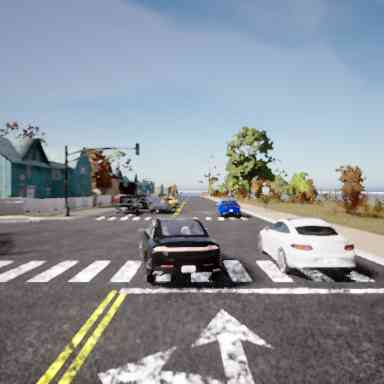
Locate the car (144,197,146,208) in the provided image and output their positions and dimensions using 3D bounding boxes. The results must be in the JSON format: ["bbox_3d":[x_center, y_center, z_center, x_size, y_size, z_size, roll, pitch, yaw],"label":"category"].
[{"bbox_3d":[-6.562,1.471,43.906,1.837,1.490,4.892,0,0,0],"label":"car"}]

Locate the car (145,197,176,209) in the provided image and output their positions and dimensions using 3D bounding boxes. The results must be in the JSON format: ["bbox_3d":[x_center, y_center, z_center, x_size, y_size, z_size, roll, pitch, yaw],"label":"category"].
[{"bbox_3d":[-3.295,1.516,35.614,2.033,1.411,5.357,0,0,3],"label":"car"}]

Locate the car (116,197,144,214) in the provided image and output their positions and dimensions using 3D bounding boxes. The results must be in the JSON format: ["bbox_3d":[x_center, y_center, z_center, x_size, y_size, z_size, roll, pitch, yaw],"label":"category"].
[{"bbox_3d":[-6.581,1.474,34.496,1.837,1.490,4.892,0,0,0],"label":"car"}]

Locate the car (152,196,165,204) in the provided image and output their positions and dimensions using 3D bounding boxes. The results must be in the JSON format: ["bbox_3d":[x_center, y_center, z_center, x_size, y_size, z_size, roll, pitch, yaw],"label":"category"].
[{"bbox_3d":[-6.484,1.516,64.297,2.033,1.411,5.357,0,0,0],"label":"car"}]

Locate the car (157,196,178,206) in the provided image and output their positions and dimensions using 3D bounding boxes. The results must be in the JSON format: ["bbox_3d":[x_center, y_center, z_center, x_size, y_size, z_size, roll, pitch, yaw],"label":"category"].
[{"bbox_3d":[-3.301,1.443,45.599,1.882,1.535,5.008,0,0,0],"label":"car"}]

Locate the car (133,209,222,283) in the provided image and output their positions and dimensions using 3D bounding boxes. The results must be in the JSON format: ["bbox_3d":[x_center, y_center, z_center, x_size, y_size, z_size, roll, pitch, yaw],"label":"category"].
[{"bbox_3d":[-0.516,1.479,9.691,2.128,1.511,4.902,0,0,-10],"label":"car"}]

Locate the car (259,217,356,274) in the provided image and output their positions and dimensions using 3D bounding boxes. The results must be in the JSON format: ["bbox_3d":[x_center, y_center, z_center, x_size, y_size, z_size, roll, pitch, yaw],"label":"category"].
[{"bbox_3d":[3.352,1.512,10.366,1.812,1.442,4.674,0,0,0],"label":"car"}]

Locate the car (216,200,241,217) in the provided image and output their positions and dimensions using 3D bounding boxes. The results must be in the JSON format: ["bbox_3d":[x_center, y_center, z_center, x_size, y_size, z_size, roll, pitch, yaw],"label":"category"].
[{"bbox_3d":[3.358,1.447,31.131,1.882,1.535,5.008,0,0,0],"label":"car"}]
